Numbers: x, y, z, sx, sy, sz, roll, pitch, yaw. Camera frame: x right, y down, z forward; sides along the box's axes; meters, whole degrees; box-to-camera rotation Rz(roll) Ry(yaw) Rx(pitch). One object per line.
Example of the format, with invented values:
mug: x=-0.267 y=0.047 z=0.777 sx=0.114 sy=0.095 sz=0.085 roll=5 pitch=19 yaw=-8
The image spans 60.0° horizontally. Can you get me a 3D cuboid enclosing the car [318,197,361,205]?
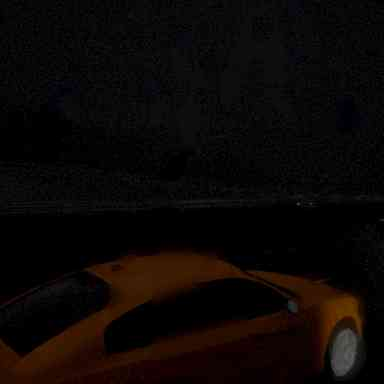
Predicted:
car: x=14.463 y=1.433 z=31.536 sx=4.892 sy=1.490 sz=1.837 roll=0 pitch=0 yaw=-36

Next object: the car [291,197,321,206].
car: x=12.925 y=1.279 z=34.736 sx=4.553 sy=1.767 sz=2.097 roll=0 pitch=0 yaw=-36

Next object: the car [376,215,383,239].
car: x=10.537 y=1.453 z=15.579 sx=4.902 sy=1.511 sz=2.128 roll=0 pitch=0 yaw=-36

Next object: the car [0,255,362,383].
car: x=-0.062 y=1.474 z=3.714 sx=5.008 sy=1.535 sz=1.882 roll=0 pitch=0 yaw=-35

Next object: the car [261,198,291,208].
car: x=9.718 y=1.409 z=36.748 sx=5.008 sy=1.535 sz=1.882 roll=0 pitch=0 yaw=-36

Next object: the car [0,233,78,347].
car: x=-4.169 y=1.566 z=5.089 sx=4.181 sy=1.385 sz=1.994 roll=0 pitch=0 yaw=-35
